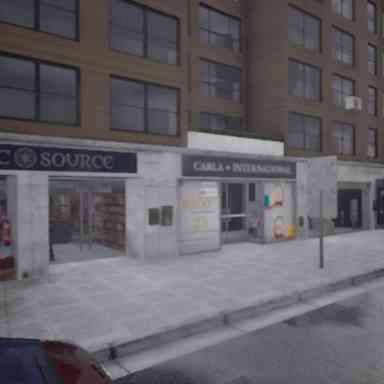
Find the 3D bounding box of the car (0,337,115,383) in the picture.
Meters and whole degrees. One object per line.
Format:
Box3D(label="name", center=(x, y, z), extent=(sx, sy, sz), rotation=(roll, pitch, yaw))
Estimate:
Box3D(label="car", center=(-2.296, 1.569, 1.420), extent=(4.181, 1.385, 1.994), rotation=(0, 0, -35))
